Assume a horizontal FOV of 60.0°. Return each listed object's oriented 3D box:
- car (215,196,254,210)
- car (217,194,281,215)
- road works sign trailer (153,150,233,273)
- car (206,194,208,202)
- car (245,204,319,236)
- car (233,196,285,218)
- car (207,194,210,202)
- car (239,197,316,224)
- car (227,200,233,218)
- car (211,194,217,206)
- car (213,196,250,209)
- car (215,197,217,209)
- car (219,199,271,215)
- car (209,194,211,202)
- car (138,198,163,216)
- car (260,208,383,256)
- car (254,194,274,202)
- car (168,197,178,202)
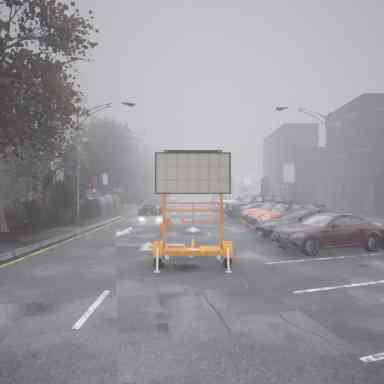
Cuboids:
[{"bbox_3d":[5.468,1.415,42.954,4.553,1.767,2.185,1,0,-20],"label":"car"},{"bbox_3d":[5.400,1.252,27.924,5.566,2.045,2.435,1,0,-20],"label":"car"},{"bbox_3d":[0.028,0.465,10.679,2.380,3.560,2.880,0,0,0],"label":"road works sign trailer"},{"bbox_3d":[5.620,1.392,70.013,5.566,2.045,2.435,1,0,-20],"label":"car"},{"bbox_3d":[5.319,1.518,15.928,4.792,1.488,2.163,1,0,-20],"label":"car"},{"bbox_3d":[5.409,1.370,21.949,4.553,1.767,2.185,1,0,-20],"label":"car"},{"bbox_3d":[5.552,1.584,54.975,5.008,1.535,2.097,1,-1,-20],"label":"car"},{"bbox_3d":[5.393,1.366,18.948,4.553,1.767,2.185,1,0,-20],"label":"car"},{"bbox_3d":[5.389,1.539,24.946,4.674,1.452,2.002,1,0,-20],"label":"car"},{"bbox_3d":[5.441,1.272,36.941,5.566,2.045,2.435,1,0,-20],"label":"car"},{"bbox_3d":[5.485,1.425,45.956,4.553,1.767,2.185,1,0,-20],"label":"car"},{"bbox_3d":[5.254,1.504,30.882,5.366,1.575,1.946,1,0,-20],"label":"car"},{"bbox_3d":[5.417,1.545,33.939,4.792,1.488,2.163,1,0,-20],"label":"car"},{"bbox_3d":[5.580,1.448,51.972,4.553,1.767,2.185,1,0,-20],"label":"car"},{"bbox_3d":[-3.944,1.379,32.549,2.097,1.767,4.553,0,0,0],"label":"car"},{"bbox_3d":[5.337,1.528,12.936,4.674,1.452,2.002,1,0,-20],"label":"car"},{"bbox_3d":[18.635,1.465,85.965,2.435,2.045,5.566,0,0,-21],"label":"car"},{"bbox_3d":[-3.802,1.674,67.605,1.812,1.442,4.674,0,0,0],"label":"car"}]
